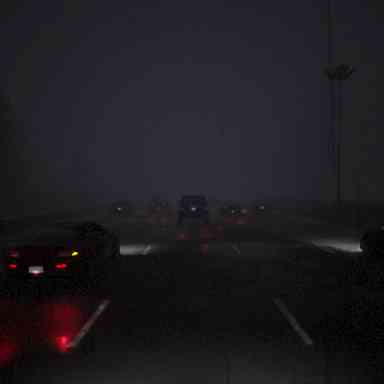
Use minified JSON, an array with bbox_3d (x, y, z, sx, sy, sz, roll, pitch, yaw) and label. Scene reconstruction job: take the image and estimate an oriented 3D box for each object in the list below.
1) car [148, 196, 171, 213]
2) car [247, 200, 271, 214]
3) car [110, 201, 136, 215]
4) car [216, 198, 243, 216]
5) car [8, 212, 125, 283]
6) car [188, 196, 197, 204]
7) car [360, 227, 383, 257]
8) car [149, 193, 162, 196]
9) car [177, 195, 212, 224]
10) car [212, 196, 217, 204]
[{"bbox_3d":[-3.398,1.486,36.063,2.128,1.511,4.902,0,0,0],"label":"car"},{"bbox_3d":[7.101,1.559,35.593,1.994,1.385,4.181,0,0,0],"label":"car"},{"bbox_3d":[-6.900,1.558,33.550,1.994,1.385,4.181,0,0,0],"label":"car"},{"bbox_3d":[3.602,1.521,31.744,1.812,1.442,4.674,0,0,0],"label":"car"},{"bbox_3d":[-3.397,1.524,9.549,1.812,1.442,4.674,0,0,0],"label":"car"},{"bbox_3d":[0.101,1.515,65.255,1.812,1.442,4.674,0,0,0],"label":"car"},{"bbox_3d":[7.100,1.563,10.400,1.994,1.385,4.181,0,0,0],"label":"car"},{"bbox_3d":[-6.899,1.212,61.809,2.150,2.045,5.566,0,0,0],"label":"car"},{"bbox_3d":[0.101,1.219,24.785,2.150,2.045,5.566,0,0,0],"label":"car"},{"bbox_3d":[3.603,1.483,57.455,2.128,1.511,4.902,0,0,0],"label":"car"}]
